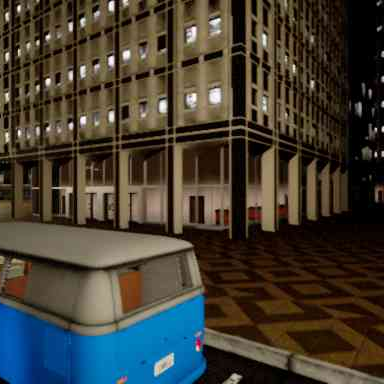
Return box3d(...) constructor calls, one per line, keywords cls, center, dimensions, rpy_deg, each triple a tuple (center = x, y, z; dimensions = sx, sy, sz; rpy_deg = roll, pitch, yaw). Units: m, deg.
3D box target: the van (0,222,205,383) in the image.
box3d(cls="van", center=(-1.761, 1.341, 4.133), dimensions=(3.998, 1.788, 1.690), rpy_deg=(0, 0, 36))
